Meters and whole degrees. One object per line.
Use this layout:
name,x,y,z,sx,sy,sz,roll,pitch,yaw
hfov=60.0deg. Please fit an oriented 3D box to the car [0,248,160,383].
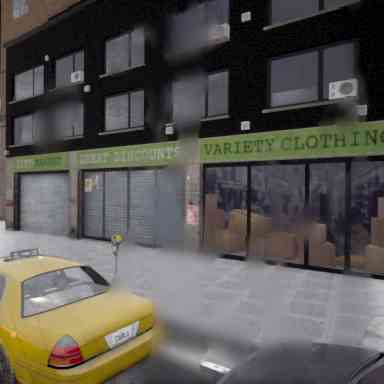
car,-2.635,1.524,4.973,4.829,1.417,1.752,0,1,36

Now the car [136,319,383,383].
car,2.047,1.551,1.625,4.403,1.369,2.008,0,1,36
